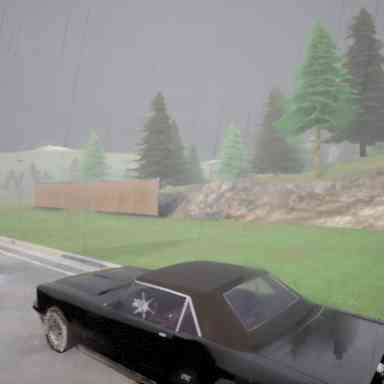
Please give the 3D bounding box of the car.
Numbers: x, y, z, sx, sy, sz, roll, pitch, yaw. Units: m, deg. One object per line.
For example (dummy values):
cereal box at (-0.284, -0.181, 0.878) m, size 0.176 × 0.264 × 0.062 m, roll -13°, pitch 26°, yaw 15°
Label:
car at (-0.137, 1.609, 4.354) m, size 4.718 × 1.301 × 1.895 m, roll 0°, pitch 0°, yaw 39°
